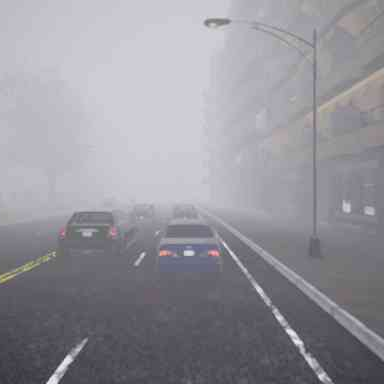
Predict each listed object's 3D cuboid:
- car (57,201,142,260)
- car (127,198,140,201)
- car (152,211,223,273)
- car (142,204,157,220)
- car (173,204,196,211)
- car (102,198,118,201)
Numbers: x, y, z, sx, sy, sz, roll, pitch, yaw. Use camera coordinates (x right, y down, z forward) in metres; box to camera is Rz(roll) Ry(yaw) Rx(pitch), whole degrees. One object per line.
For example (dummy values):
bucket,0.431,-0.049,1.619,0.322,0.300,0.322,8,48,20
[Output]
car,-3.384,1.377,12.770,2.097,1.767,4.553,0,0,-1
car,-8.568,1.624,48.808,1.812,1.442,4.674,0,0,-4
car,-0.099,1.568,10.720,2.033,1.411,5.357,0,0,-1
car,-3.870,1.655,27.264,1.895,1.301,4.718,0,0,-2
car,-0.623,1.654,27.387,1.895,1.301,4.718,0,0,-2
car,-11.763,1.575,47.965,1.882,1.535,5.008,0,0,-4
